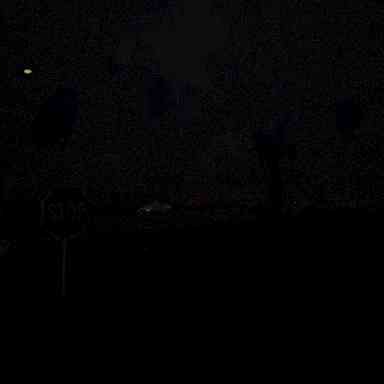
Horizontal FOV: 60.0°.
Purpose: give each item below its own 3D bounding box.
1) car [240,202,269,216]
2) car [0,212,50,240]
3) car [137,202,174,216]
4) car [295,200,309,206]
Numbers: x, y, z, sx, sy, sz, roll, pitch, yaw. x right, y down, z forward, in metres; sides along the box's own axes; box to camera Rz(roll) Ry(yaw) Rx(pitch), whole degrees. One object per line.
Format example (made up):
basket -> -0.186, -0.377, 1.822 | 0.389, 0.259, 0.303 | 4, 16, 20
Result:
car -> 7.609, 1.961, 39.886 | 1.882, 1.535, 5.008 | 1, 0, 36
car -> -9.198, 1.697, 16.476 | 1.994, 1.385, 4.181 | 1, 0, 36
car -> -3.869, 1.853, 35.893 | 1.812, 1.442, 4.674 | 1, 1, 36
car -> 25.132, 2.452, 76.312 | 1.895, 1.301, 4.718 | 1, 0, 36
